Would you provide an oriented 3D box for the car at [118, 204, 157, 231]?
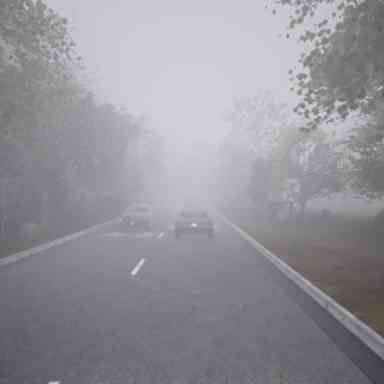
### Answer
[{"bbox_3d":[-3.349,1.538,21.142,1.837,1.490,4.892,0,0,0],"label":"car"}]

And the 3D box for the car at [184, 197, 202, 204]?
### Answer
[{"bbox_3d":[0.098,1.397,40.900,2.097,1.767,4.553,0,0,0],"label":"car"}]

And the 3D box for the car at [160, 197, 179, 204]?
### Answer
[{"bbox_3d":[-4.322,1.607,63.630,1.895,1.301,4.718,1,-1,-29],"label":"car"}]

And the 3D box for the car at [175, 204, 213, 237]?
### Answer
[{"bbox_3d":[0.099,1.594,18.328,1.994,1.385,4.181,0,0,0],"label":"car"}]
